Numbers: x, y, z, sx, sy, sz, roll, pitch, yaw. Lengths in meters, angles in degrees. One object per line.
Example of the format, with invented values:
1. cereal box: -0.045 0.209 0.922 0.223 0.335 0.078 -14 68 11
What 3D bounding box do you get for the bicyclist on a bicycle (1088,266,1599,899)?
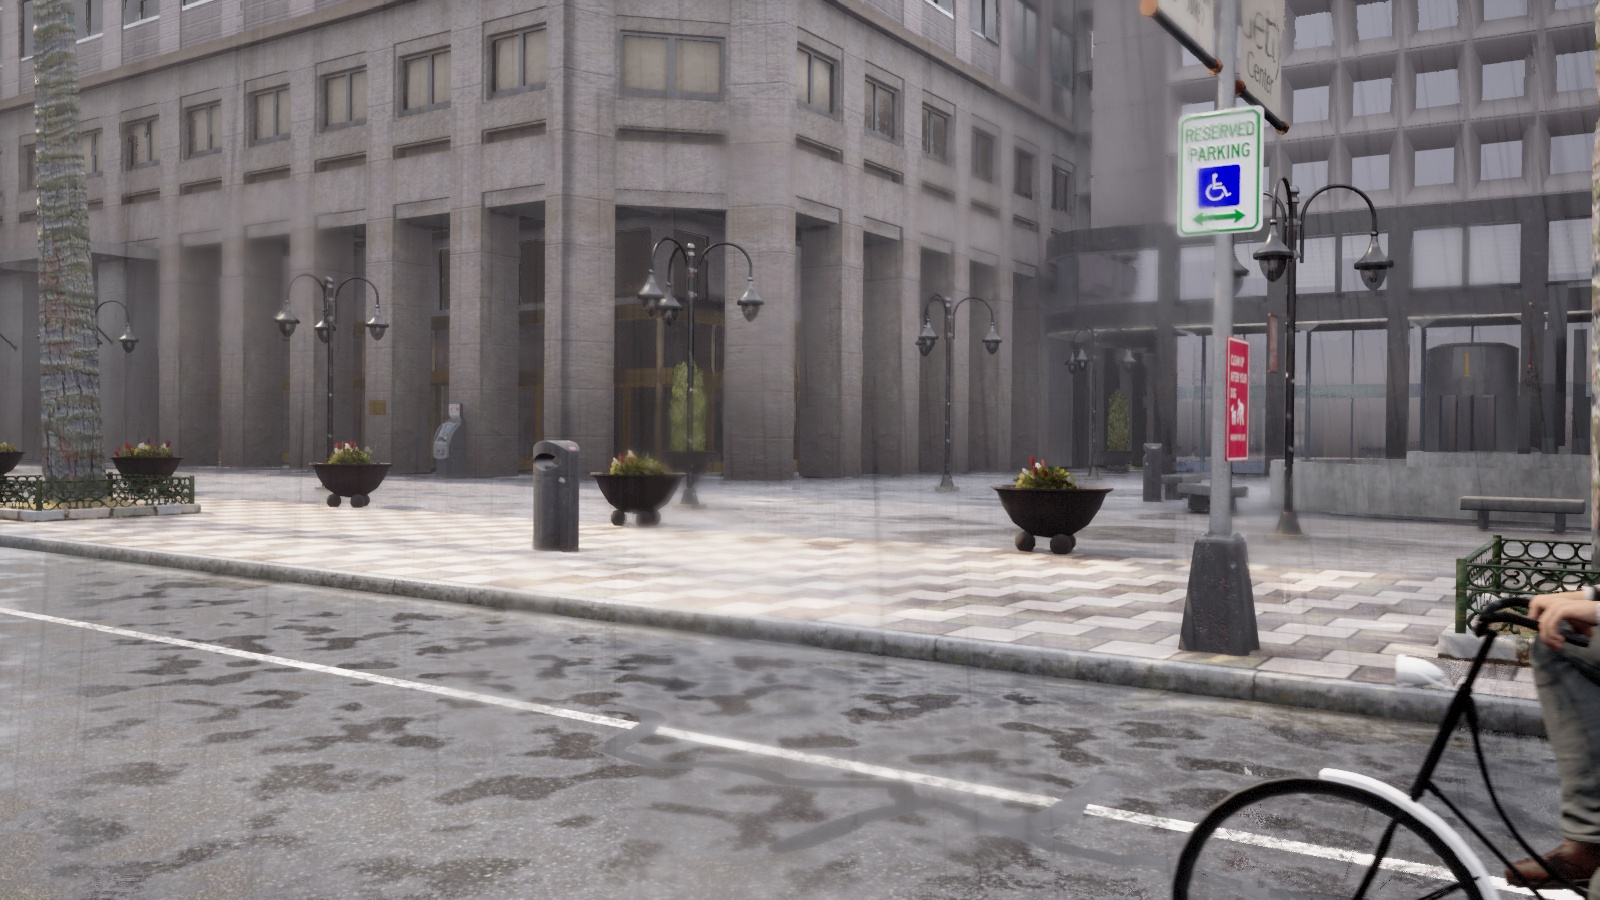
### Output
1. bicyclist on a bicycle: 1.594 0.552 2.564 1.843 1.776 0.659 0 1 34
